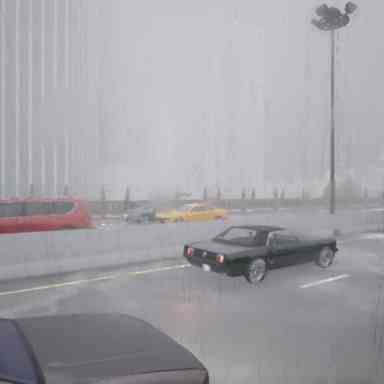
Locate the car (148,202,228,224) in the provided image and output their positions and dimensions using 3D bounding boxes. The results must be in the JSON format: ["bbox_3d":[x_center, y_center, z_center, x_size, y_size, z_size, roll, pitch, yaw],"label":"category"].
[{"bbox_3d":[0.033,1.489,21.218,5.008,1.535,1.882,0,0,-36],"label":"car"}]

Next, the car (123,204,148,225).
[{"bbox_3d":[-2.498,1.502,23.711,4.902,1.511,2.128,0,0,-36],"label":"car"}]

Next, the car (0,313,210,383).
[{"bbox_3d":[-2.372,1.546,2.053,5.357,1.411,2.033,0,0,-36],"label":"car"}]

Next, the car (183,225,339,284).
[{"bbox_3d":[2.175,1.607,9.602,4.718,1.301,1.895,0,0,-36],"label":"car"}]

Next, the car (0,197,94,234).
[{"bbox_3d":[-6.494,1.222,12.259,5.566,2.045,2.150,0,0,-36],"label":"car"}]
